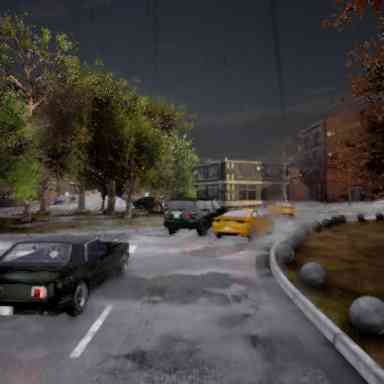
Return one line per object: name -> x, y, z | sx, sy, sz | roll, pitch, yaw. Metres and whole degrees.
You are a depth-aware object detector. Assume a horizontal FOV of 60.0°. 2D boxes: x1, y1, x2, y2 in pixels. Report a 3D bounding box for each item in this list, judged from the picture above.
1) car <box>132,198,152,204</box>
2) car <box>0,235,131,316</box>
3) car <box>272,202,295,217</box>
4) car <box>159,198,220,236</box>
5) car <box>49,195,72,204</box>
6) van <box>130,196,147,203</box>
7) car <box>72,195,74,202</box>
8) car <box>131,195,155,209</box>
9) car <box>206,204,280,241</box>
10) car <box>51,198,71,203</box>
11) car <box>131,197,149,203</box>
car -> -12.779, 2.264, 85.152 | 4.792, 1.488, 2.163 | 0, 0, -15
car -> -2.818, 1.618, 7.505 | 1.895, 1.301, 4.718 | 0, 0, 4
car -> 9.413, 1.811, 35.714 | 1.882, 1.535, 5.008 | 1, -1, -2
car -> 0.507, 1.361, 19.751 | 2.150, 2.045, 5.566 | 0, -1, 30
car -> -32.659, 2.037, 81.717 | 4.553, 1.767, 2.185 | 0, 0, -15
van -> -15.021, 2.034, 93.189 | 4.442, 1.987, 1.878 | 0, 0, -15
car -> -33.412, 2.169, 84.375 | 5.008, 1.535, 2.097 | 0, 0, -15
car -> -7.367, 1.768, 54.406 | 2.150, 2.045, 5.566 | 0, 0, -44
car -> 2.857, 1.591, 17.529 | 1.882, 1.535, 5.008 | -1, -2, 30
car -> -34.119, 2.212, 87.038 | 4.674, 1.452, 2.002 | 0, 0, -15
car -> -14.126, 2.129, 90.419 | 4.553, 1.767, 2.185 | 0, 0, -15
